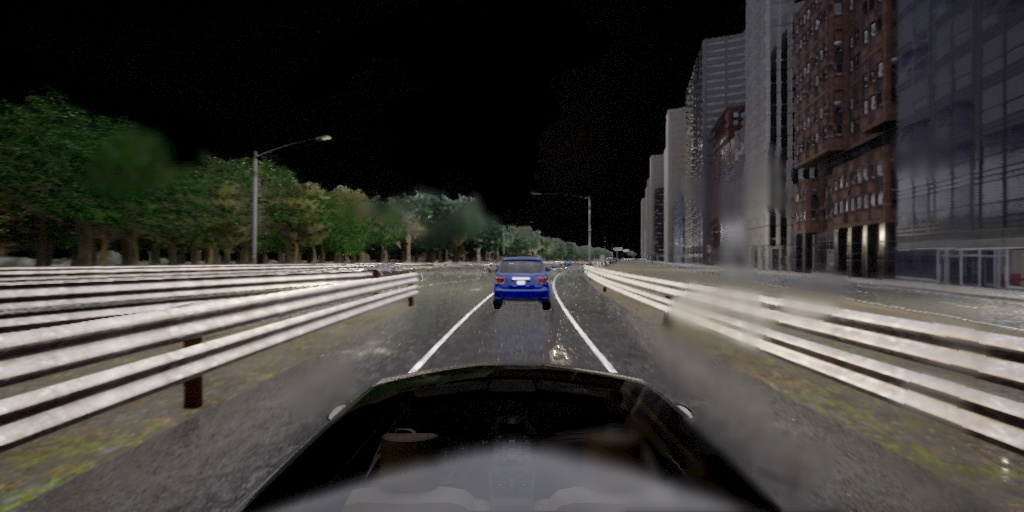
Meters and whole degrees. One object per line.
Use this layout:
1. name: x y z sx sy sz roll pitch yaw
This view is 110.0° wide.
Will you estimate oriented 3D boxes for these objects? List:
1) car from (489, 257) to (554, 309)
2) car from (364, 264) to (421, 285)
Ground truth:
1. car: 0.501 1.062 15.617 2.150 2.045 5.566 0 0 4
2. car: -8.214 1.313 24.847 2.128 1.511 4.902 0 -1 18
